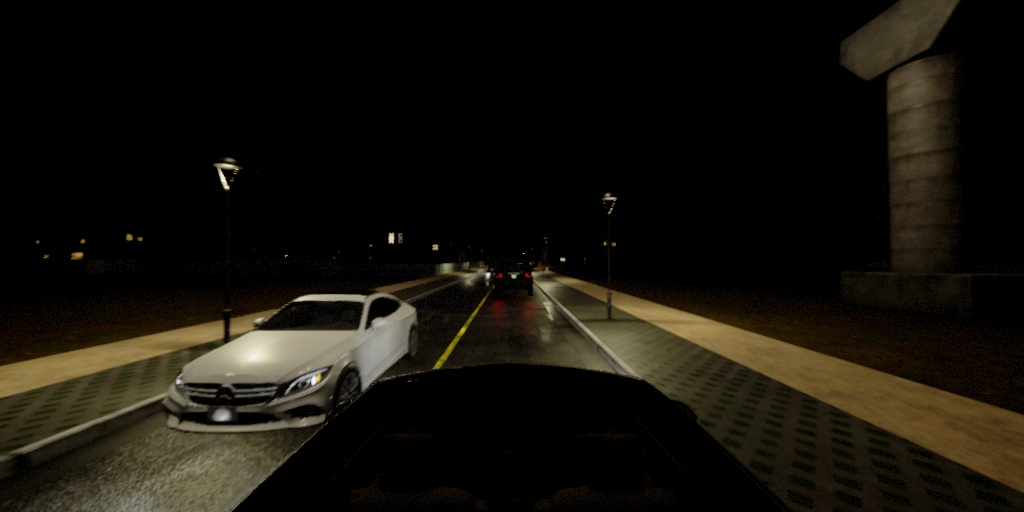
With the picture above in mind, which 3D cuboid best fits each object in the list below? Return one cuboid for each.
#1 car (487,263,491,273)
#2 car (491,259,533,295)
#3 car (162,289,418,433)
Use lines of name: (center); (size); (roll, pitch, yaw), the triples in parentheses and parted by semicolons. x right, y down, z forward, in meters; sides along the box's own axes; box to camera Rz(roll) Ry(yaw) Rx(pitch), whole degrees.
car: (-2.757, 1.799, 54.754); (1.812, 1.442, 4.674); (0, -1, 0)
car: (0.093, 1.176, 21.471); (2.150, 2.045, 5.566); (0, 0, 0)
car: (-2.850, 1.319, 5.854); (1.812, 1.442, 4.674); (0, -1, 0)
